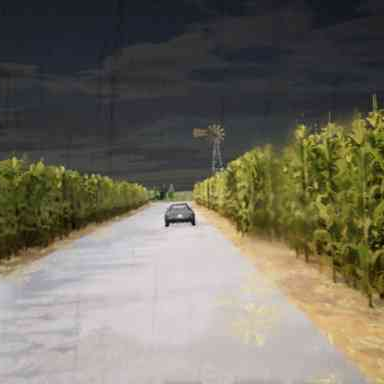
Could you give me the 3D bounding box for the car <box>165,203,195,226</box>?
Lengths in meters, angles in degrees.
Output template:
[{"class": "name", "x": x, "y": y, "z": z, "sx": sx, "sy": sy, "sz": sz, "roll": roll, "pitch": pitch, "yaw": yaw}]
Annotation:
[{"class": "car", "x": -0.831, "y": 1.469, "z": 22.565, "sx": 1.994, "sy": 1.385, "sz": 4.181, "roll": -3, "pitch": 0, "yaw": -2}]
